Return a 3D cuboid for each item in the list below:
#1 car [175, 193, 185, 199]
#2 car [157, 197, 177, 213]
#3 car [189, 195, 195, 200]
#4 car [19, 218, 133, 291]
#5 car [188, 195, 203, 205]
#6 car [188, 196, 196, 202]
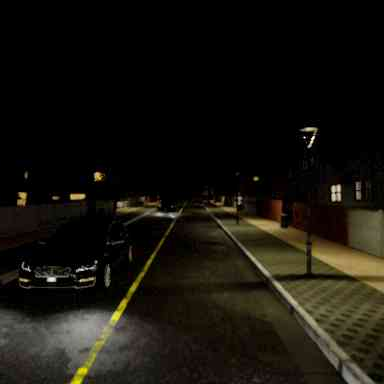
[{"bbox_3d":[-2.769,1.007,79.127,2.150,2.045,5.566,0,0,0],"label":"car"},{"bbox_3d":[-2.846,1.597,38.488,1.812,1.442,4.674,0,0,0],"label":"car"},{"bbox_3d":[-0.022,1.573,92.267,1.812,1.442,4.674,0,0,0],"label":"car"},{"bbox_3d":[-2.837,1.522,9.148,1.837,1.490,4.892,0,0,0],"label":"car"},{"bbox_3d":[0.907,1.418,60.862,2.097,1.767,4.553,-3,-1,0],"label":"car"},{"bbox_3d":[-0.019,1.660,78.629,1.895,1.301,4.718,0,0,0],"label":"car"}]
